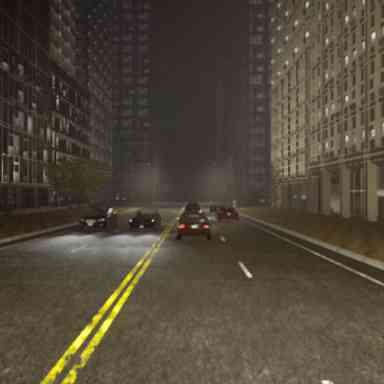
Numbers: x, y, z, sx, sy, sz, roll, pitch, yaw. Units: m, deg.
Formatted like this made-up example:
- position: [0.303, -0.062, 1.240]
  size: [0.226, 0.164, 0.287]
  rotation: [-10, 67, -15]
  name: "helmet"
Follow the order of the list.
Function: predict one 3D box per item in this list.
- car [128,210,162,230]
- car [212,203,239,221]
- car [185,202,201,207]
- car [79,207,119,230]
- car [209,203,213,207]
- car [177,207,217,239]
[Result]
- position: [-3.252, 1.959, 23.696]
  size: [1.895, 1.301, 4.718]
  rotation: [0, -1, 0]
  name: "car"
- position: [3.348, 1.973, 32.095]
  size: [1.994, 1.385, 4.181]
  rotation: [0, -1, 0]
  name: "car"
- position: [0.097, 2.016, 42.566]
  size: [1.882, 1.535, 5.008]
  rotation: [0, -1, 0]
  name: "car"
- position: [-6.502, 1.824, 23.728]
  size: [2.128, 1.511, 4.902]
  rotation: [0, -1, 0]
  name: "car"
- position: [3.341, 2.182, 46.016]
  size: [1.895, 1.301, 4.718]
  rotation: [0, -1, 0]
  name: "car"
- position: [0.099, 1.792, 18.995]
  size: [2.033, 1.411, 5.357]
  rotation: [0, -1, 0]
  name: "car"
